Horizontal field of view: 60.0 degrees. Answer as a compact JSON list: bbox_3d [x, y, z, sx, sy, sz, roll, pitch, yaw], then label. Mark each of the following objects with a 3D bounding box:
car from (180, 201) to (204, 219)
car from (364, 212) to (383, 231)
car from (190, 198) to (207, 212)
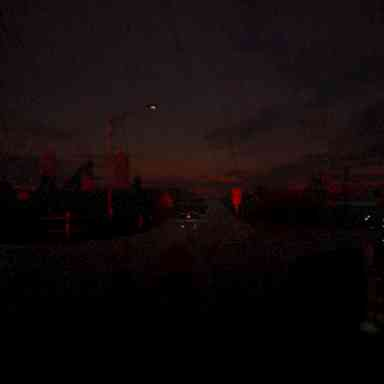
[{"bbox_3d":[-0.155,2.010,34.813,2.033,1.411,5.357,-1,-1,4],"label":"car"},{"bbox_3d":[13.640,1.708,21.759,4.553,1.767,2.097,0,-2,-15],"label":"car"},{"bbox_3d":[0.583,1.819,44.998,2.150,2.045,5.566,-1,-1,4],"label":"car"}]
